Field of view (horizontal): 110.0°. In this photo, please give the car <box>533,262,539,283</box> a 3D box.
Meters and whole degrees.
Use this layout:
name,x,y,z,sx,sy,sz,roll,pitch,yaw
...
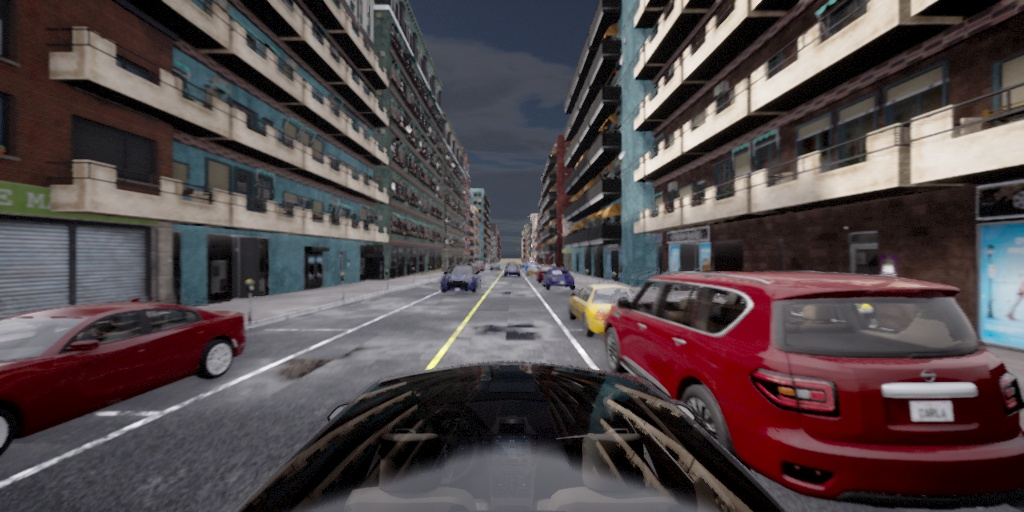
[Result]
name,x,y,z,sx,sy,sz,roll,pitch,yaw
car,3.145,1.556,31.791,1.882,1.535,5.008,0,-1,0

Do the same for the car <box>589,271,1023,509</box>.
name,x,y,z,sx,sy,sz,roll,pitch,yaw
car,2.690,1.097,4.664,2.192,1.841,5.009,0,0,0

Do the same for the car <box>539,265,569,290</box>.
name,x,y,z,sx,sy,sz,roll,pitch,yaw
car,3.153,1.527,24.790,1.812,1.442,4.674,0,-1,0

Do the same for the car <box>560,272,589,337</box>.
name,x,y,z,sx,sy,sz,roll,pitch,yaw
car,2.691,1.369,10.518,1.751,1.417,4.829,0,0,0

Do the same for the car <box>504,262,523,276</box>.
name,x,y,z,sx,sy,sz,roll,pitch,yaw
car,0.044,1.803,45.838,1.994,1.385,4.181,0,-1,1

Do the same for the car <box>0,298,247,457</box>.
name,x,y,z,sx,sy,sz,roll,pitch,yaw
car,-5.690,1.327,4.669,1.888,1.381,4.507,0,0,0

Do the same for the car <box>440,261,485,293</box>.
name,x,y,z,sx,sy,sz,roll,pitch,yaw
car,-3.095,1.329,22.556,2.097,1.767,4.553,0,-1,0

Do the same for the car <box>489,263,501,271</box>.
name,x,y,z,sx,sy,sz,roll,pitch,yaw
car,-3.013,1.953,64.210,1.837,1.490,4.892,0,-1,1

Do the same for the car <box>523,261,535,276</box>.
name,x,y,z,sx,sy,sz,roll,pitch,yaw
car,2.697,1.747,44.624,1.751,1.417,4.829,0,0,0
